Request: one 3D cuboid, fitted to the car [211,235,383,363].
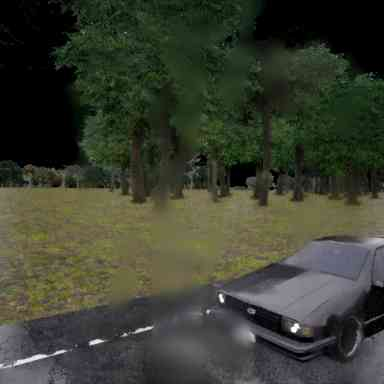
[{"bbox_3d":[2.921,1.542,6.049,5.357,1.411,2.033,0,0,-35],"label":"car"}]
